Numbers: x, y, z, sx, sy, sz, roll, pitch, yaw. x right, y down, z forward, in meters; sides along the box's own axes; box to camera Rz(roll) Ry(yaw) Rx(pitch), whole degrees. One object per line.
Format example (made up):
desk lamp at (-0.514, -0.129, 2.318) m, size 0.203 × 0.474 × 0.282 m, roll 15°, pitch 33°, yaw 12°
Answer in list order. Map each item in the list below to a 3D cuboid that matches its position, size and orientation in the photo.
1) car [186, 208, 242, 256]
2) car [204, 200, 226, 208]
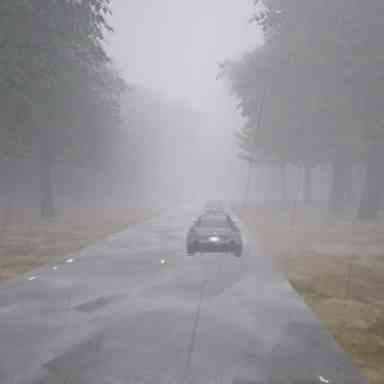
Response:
car at (0.875, 1.531, 13.106) m, size 1.994 × 1.385 × 4.181 m, roll 0°, pitch 0°, yaw 4°
car at (2.103, 1.405, 30.604) m, size 2.033 × 1.411 × 5.357 m, roll 0°, pitch 0°, yaw 4°
